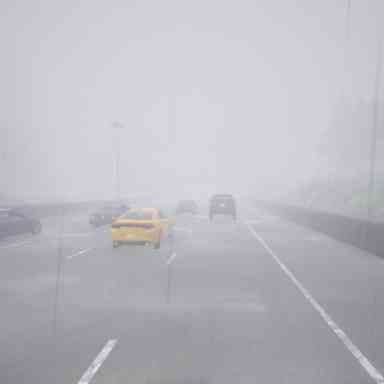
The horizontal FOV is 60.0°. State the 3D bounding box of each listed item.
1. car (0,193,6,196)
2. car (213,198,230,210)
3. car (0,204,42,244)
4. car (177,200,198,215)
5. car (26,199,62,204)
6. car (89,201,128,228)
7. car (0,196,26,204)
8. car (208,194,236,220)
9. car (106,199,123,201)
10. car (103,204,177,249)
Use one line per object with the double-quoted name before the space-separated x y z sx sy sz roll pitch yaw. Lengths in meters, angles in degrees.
"car" -24.713 1.181 40.326 2.150 2.045 5.566 0 0 5
"car" 3.707 1.517 41.973 1.994 1.385 4.181 0 0 4
"car" -8.991 1.510 15.669 1.812 1.442 4.674 0 0 5
"car" -0.488 1.510 33.681 2.033 1.411 5.357 0 0 5
"car" -17.661 1.559 40.622 1.895 1.301 4.718 0 0 5
"car" -4.972 1.524 21.848 2.033 1.411 5.357 0 0 5
"car" -21.272 1.524 39.435 1.994 1.385 4.181 0 0 5
"car" 2.585 1.186 28.327 2.150 2.045 5.566 0 0 5
"car" -7.568 1.467 32.996 1.837 1.490 4.892 0 -1 5
"car" -2.049 1.462 14.663 1.882 1.535 5.008 0 0 5
